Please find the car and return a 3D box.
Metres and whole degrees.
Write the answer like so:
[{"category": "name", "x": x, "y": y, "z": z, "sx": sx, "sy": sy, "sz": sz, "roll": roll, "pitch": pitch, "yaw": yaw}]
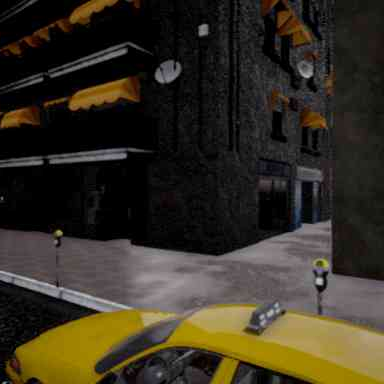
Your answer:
[{"category": "car", "x": 0.334, "y": 1.526, "z": 2.627, "sx": 4.829, "sy": 1.417, "sz": 1.752, "roll": 0, "pitch": 0, "yaw": 36}]
